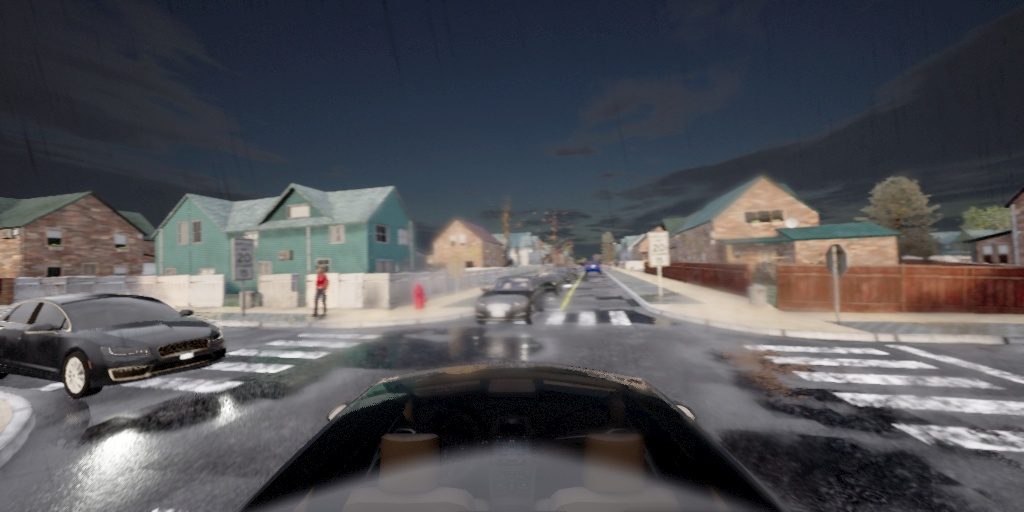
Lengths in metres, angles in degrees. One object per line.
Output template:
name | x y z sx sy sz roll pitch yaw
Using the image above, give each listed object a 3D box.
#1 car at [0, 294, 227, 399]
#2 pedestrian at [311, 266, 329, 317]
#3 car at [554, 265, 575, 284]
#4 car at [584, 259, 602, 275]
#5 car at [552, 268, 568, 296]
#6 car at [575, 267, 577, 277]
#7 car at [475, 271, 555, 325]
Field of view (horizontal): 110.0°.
car | -7.733 1.479 6.755 4.892 1.490 1.837 -1 -2 18
pedestrian | -6.864 1.281 12.891 0.375 1.860 0.375 -3 -3 12
car | 4.432 1.700 32.572 1.837 1.490 4.892 -3 -1 12
car | 10.949 1.497 48.511 2.150 2.045 5.566 -3 -1 12
car | 2.105 1.673 21.994 1.895 1.301 4.718 -3 -1 12
car | 7.133 1.840 44.703 2.128 1.511 4.902 -3 -1 13
car | 0.112 1.463 12.928 2.128 1.511 4.902 -2 -1 12
